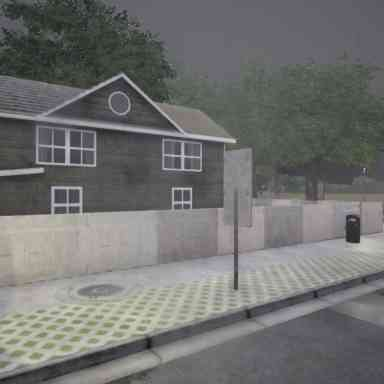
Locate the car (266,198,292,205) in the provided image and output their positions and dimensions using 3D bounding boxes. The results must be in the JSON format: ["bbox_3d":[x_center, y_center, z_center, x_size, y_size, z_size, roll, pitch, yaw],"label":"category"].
[{"bbox_3d":[8.554,1.320,30.265,2.097,1.767,4.553,0,0,-35],"label":"car"}]
